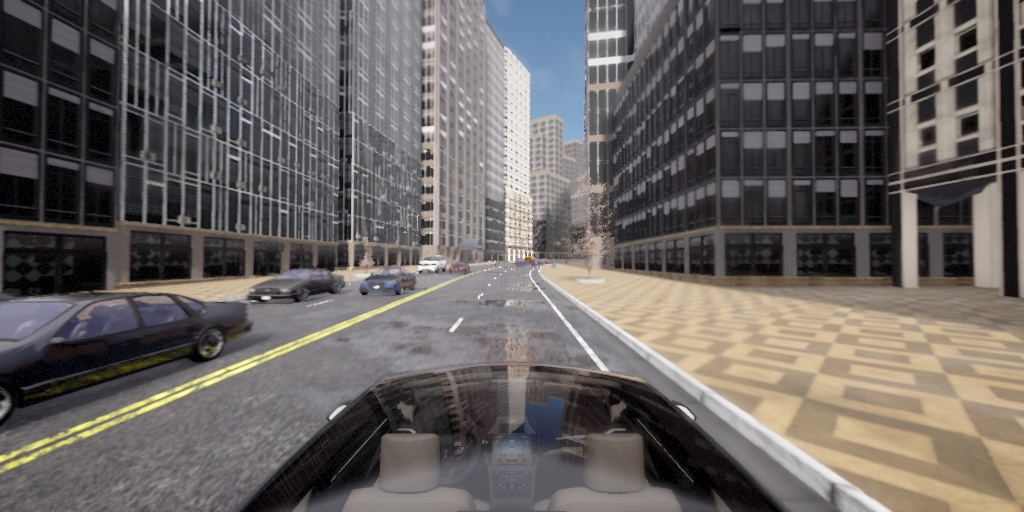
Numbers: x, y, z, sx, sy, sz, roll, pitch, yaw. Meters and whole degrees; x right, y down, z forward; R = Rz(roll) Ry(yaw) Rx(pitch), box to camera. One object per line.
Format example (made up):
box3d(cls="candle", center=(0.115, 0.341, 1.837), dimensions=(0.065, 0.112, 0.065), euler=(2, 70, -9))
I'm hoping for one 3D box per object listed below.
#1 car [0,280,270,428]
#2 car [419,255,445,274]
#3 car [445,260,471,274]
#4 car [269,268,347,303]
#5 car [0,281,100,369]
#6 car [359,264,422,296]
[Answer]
box3d(cls="car", center=(-6.599, 1.286, 5.488), dimensions=(2.033, 1.411, 5.357), euler=(0, 0, 0))
box3d(cls="car", center=(-9.252, 0.944, 42.199), dimensions=(2.150, 2.045, 5.566), euler=(0, 0, 4))
box3d(cls="car", center=(-6.033, 1.303, 41.630), dimensions=(1.994, 1.385, 4.181), euler=(0, 0, 3))
box3d(cls="car", center=(-9.811, 1.283, 16.974), dimensions=(2.033, 1.411, 5.357), euler=(0, 0, 0))
box3d(cls="car", center=(-9.847, 1.258, 5.434), dimensions=(1.812, 1.442, 4.674), euler=(0, 0, 0))
box3d(cls="car", center=(-6.542, 1.305, 19.344), dimensions=(1.994, 1.385, 4.181), euler=(0, 0, 1))
